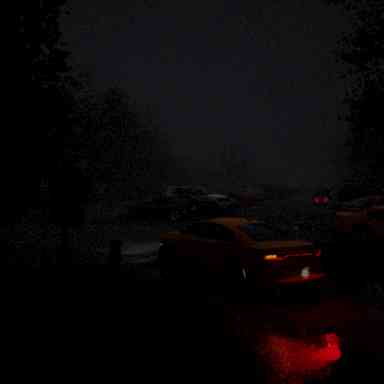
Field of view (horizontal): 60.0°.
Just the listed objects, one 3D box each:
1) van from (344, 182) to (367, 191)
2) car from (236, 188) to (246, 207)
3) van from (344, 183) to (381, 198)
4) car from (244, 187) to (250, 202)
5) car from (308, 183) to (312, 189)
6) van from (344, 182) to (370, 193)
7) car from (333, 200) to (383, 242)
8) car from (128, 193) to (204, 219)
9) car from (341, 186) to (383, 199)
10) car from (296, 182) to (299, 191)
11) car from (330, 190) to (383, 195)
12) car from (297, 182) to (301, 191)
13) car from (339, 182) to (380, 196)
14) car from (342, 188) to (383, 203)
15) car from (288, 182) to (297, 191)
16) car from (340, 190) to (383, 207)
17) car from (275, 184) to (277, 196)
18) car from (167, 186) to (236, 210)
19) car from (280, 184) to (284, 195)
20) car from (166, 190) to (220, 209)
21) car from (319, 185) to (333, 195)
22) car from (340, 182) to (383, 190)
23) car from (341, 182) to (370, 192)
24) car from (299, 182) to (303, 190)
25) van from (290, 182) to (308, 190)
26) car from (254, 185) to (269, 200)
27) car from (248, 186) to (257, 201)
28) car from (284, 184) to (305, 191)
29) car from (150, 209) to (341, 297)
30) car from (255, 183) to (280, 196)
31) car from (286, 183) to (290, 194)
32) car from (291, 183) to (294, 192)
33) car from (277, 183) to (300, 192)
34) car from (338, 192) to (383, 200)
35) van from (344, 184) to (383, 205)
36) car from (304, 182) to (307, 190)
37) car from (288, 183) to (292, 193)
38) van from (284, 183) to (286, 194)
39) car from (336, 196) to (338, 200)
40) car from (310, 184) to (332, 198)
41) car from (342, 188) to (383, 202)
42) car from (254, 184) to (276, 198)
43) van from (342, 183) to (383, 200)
[{"bbox_3d":[36.615,-1.199,74.552,4.442,1.987,1.878,1,2,25],"label":"van"},{"bbox_3d":[1.666,0.693,29.557,5.366,1.575,1.946,1,3,25],"label":"car"},{"bbox_3d":[23.868,-0.241,46.752,4.442,1.987,1.878,1,2,25],"label":"van"},{"bbox_3d":[2.660,0.583,32.153,4.892,1.521,2.231,1,3,25],"label":"car"},{"bbox_3d":[26.963,-1.603,85.090,5.566,2.045,2.435,1,2,25],"label":"car"},{"bbox_3d":[31.999,-0.852,64.484,4.442,1.987,1.878,1,2,25],"label":"van"},{"bbox_3d":[8.811,1.335,14.222,5.008,1.535,2.097,1,3,25],"label":"car"},{"bbox_3d":[-1.999,1.055,22.083,4.792,1.488,2.163,1,3,25],"label":"car"},{"bbox_3d":[22.613,0.070,44.290,5.008,1.535,2.097,1,2,25],"label":"car"},{"bbox_3d":[17.690,-0.656,64.929,4.892,1.521,2.231,1,2,25],"label":"car"},{"bbox_3d":[13.212,0.891,24.249,5.366,1.575,1.946,1,3,25],"label":"car"},{"bbox_3d":[18.835,-0.743,67.456,4.892,1.521,2.231,1,2,25],"label":"car"},{"bbox_3d":[26.045,-0.442,51.845,5.566,2.045,2.435,1,2,25],"label":"car"},{"bbox_3d":[19.228,0.376,36.853,4.792,1.488,2.163,1,3,25],"label":"car"},{"bbox_3d":[16.359,-0.576,62.486,5.366,1.575,1.946,1,2,25],"label":"car"},{"bbox_3d":[16.816,0.593,31.731,4.792,1.488,2.163,1,3,25],"label":"car"},{"bbox_3d":[8.426,0.048,44.755,4.892,1.521,2.231,1,3,25],"label":"car"},{"bbox_3d":[0.366,0.553,27.090,5.566,2.045,2.435,1,3,25],"label":"car"},{"bbox_3d":[10.772,-0.106,49.786,4.792,1.488,2.163,1,2,25],"label":"car"},{"bbox_3d":[-0.811,0.915,24.589,5.008,1.535,2.097,1,3,25],"label":"car"},{"bbox_3d":[22.809,-0.362,56.580,1.882,1.535,5.008,1,2,25],"label":"car"},{"bbox_3d":[15.713,0.424,29.180,5.566,2.045,2.435,1,3,25],"label":"car"},{"bbox_3d":[35.329,-1.140,72.094,5.566,2.045,2.435,1,2,25],"label":"car"},{"bbox_3d":[19.829,-0.837,70.053,5.366,1.575,1.946,1,2,25],"label":"car"},{"bbox_3d":[29.137,-1.679,90.183,4.442,1.987,1.878,1,1,25],"label":"van"},{"bbox_3d":[6.005,0.240,39.906,5.366,1.575,1.946,1,3,25],"label":"car"},{"bbox_3d":[3.642,0.465,34.753,5.366,1.575,1.946,1,3,25],"label":"car"},{"bbox_3d":[24.626,-1.138,80.066,4.674,1.452,2.002,1,2,25],"label":"car"},{"bbox_3d":[0.893,1.389,8.476,1.882,1.535,5.008,2,-1,-31],"label":"car"},{"bbox_3d":[9.618,-0.171,47.260,4.553,1.767,2.185,1,2,25],"label":"car"},{"bbox_3d":[13.032,-0.280,54.855,4.792,1.488,2.163,1,2,25],"label":"car"},{"bbox_3d":[15.345,-0.454,59.900,4.792,1.488,2.163,1,2,25],"label":"car"},{"bbox_3d":[21.126,-1.044,72.507,4.553,1.767,2.185,1,2,25],"label":"car"},{"bbox_3d":[9.998,1.099,16.719,4.553,1.767,2.185,1,3,25],"label":"car"},{"bbox_3d":[18.153,0.227,34.288,4.442,1.987,1.878,1,3,25],"label":"van"},{"bbox_3d":[23.462,-1.092,77.546,5.008,1.535,2.097,1,2,25],"label":"car"},{"bbox_3d":[14.188,-0.367,57.378,4.792,1.488,2.163,1,2,25],"label":"car"},{"bbox_3d":[12.008,-0.446,52.263,4.442,1.987,1.878,1,2,25],"label":"van"},{"bbox_3d":[11.046,1.147,19.153,4.792,1.488,2.163,1,3,25],"label":"car"},{"bbox_3d":[18.519,-0.025,47.225,2.128,1.511,4.902,1,2,25],"label":"car"},{"bbox_3d":[20.328,0.282,39.250,4.792,1.488,2.163,1,2,25],"label":"car"},{"bbox_3d":[7.447,0.146,42.161,5.366,1.575,1.946,1,3,25],"label":"car"},{"bbox_3d":[21.349,-0.068,41.798,4.442,1.987,1.878,1,2,24],"label":"van"}]
